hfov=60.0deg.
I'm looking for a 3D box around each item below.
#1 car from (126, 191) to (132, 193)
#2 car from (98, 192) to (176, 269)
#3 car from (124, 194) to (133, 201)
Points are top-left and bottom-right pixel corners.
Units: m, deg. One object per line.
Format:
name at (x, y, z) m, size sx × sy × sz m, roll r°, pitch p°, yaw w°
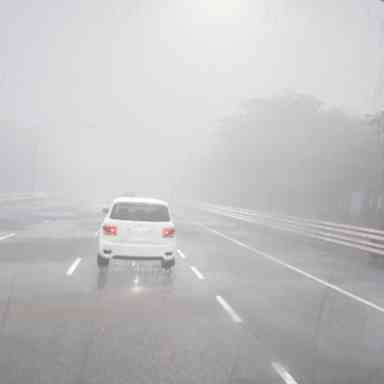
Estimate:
car at (-9.251, 1.065, 49.296) m, size 2.150 × 2.045 × 5.566 m, roll 4°, pitch -1°, yaw -11°
car at (-1.875, 1.202, 11.313) m, size 2.150 × 2.045 × 5.566 m, roll 4°, pitch -1°, yaw -11°
car at (-14.819, 1.291, 77.855) m, size 1.994 × 1.385 × 4.181 m, roll 4°, pitch -1°, yaw -11°
